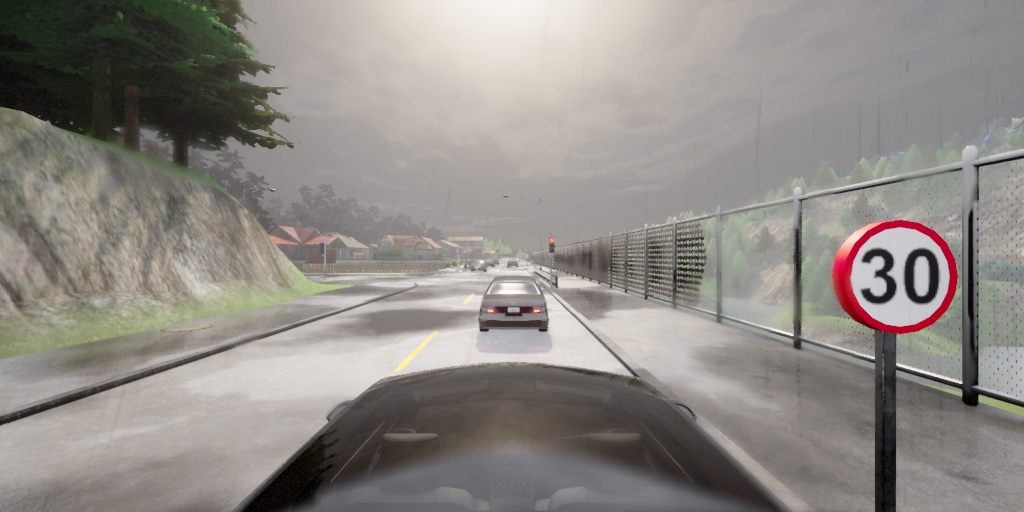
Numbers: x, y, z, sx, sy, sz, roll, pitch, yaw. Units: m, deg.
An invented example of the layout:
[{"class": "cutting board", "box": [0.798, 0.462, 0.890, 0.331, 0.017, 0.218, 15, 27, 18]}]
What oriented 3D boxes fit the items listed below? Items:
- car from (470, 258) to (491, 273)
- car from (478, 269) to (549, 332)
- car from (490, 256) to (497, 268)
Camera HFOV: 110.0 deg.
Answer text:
[{"class": "car", "box": [-4.082, 1.241, 44.288, 2.128, 1.511, 4.902, 0, 0, 0]}, {"class": "car", "box": [0.052, 1.297, 10.835, 2.033, 1.411, 5.357, 0, 0, 0]}, {"class": "car", "box": [-4.046, 1.227, 62.526, 1.882, 1.535, 5.008, 0, 0, 0]}]
